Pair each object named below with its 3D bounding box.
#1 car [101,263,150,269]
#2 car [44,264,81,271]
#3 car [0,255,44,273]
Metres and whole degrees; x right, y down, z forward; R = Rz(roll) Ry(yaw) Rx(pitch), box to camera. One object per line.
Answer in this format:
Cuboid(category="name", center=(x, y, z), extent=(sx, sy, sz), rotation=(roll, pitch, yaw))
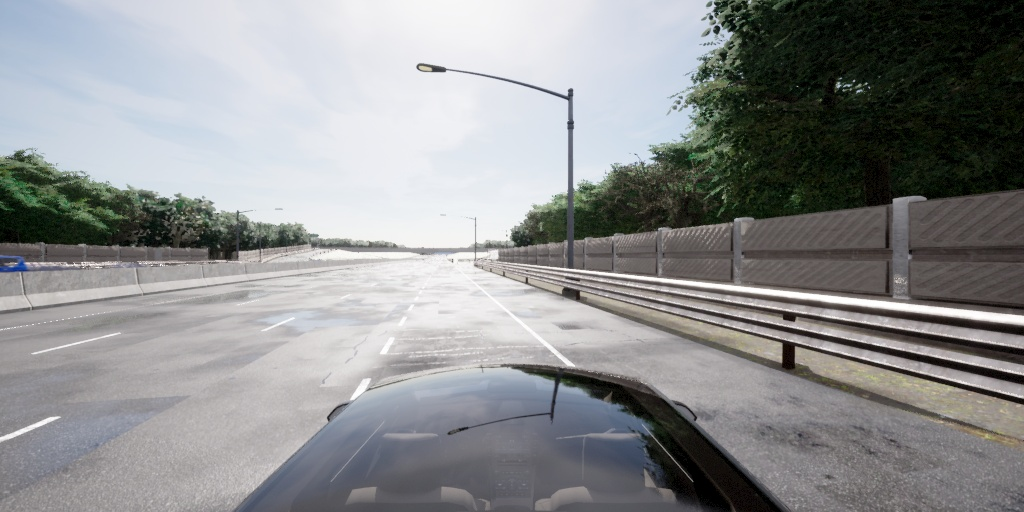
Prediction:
Cuboid(category="car", center=(-34.153, 1.314, 31.666), extent=(2.033, 1.411, 5.357), rotation=(0, 0, -11))
Cuboid(category="car", center=(-37.021, 1.309, 28.016), extent=(2.033, 1.411, 5.357), rotation=(0, 0, -11))
Cuboid(category="car", center=(-27.965, 0.974, 17.947), extent=(2.150, 2.045, 5.566), rotation=(0, 0, -11))
